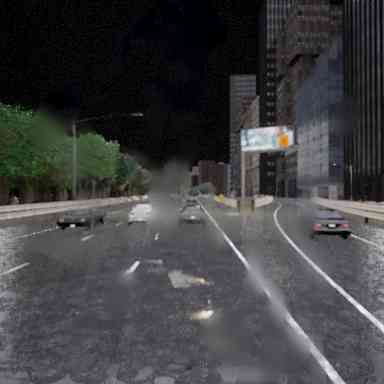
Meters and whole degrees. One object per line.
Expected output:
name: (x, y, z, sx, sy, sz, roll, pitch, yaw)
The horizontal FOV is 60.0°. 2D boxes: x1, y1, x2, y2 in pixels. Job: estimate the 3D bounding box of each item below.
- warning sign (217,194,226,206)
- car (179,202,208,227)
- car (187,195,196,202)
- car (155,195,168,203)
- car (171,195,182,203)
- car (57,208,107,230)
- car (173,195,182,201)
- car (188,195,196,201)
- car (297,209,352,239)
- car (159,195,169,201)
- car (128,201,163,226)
warning sign: (4.482, 1.226, 50.648, 1.300, 1.860, 1.060, -1, -1, 0)
car: (0.075, 1.641, 23.771, 1.994, 1.385, 4.181, 0, 0, 0)
car: (-0.082, 1.661, 74.403, 1.994, 1.385, 4.181, 0, 0, 0)
car: (-7.083, 1.464, 74.366, 2.097, 1.767, 4.553, 0, 0, 0)
car: (-3.583, 1.465, 74.404, 2.097, 1.767, 4.553, 0, 0, 0)
car: (-6.931, 1.673, 21.511, 1.895, 1.301, 4.718, 0, 0, 0)
car: (-3.594, 1.484, 84.438, 2.128, 1.511, 4.902, 0, 0, 0)
car: (-0.094, 1.511, 84.442, 1.994, 1.385, 4.181, 0, 0, 0)
car: (6.865, 1.599, 17.715, 2.033, 1.411, 5.357, 0, 0, 10)
car: (-7.093, 1.512, 84.434, 1.994, 1.385, 4.181, 0, 0, 0)
car: (-3.428, 1.604, 24.248, 1.812, 1.442, 4.674, 0, 0, 0)
